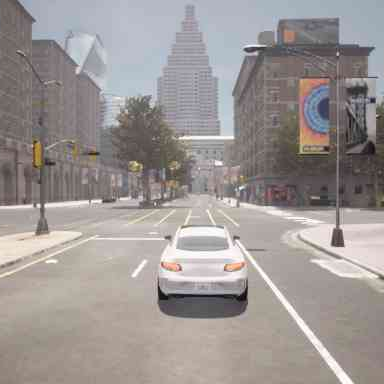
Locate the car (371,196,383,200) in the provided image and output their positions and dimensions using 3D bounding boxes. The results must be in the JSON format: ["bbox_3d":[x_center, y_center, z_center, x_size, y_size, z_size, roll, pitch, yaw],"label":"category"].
[{"bbox_3d":[35.922,1.481,67.540,2.231,1.521,4.892,0,0,1],"label":"car"}]

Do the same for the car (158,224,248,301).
[{"bbox_3d":[0.254,1.526,8.242,1.812,1.442,4.674,0,0,2],"label":"car"}]

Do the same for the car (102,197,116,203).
[{"bbox_3d":[-16.791,1.595,67.295,1.895,1.301,4.718,0,0,1],"label":"car"}]
